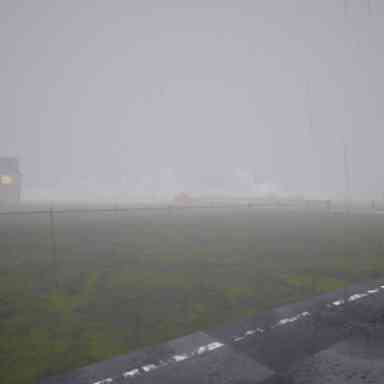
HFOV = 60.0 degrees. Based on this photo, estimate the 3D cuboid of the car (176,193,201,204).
[{"bbox_3d":[-0.788,1.157,62.547,2.150,2.045,5.566,1,-1,-40],"label":"car"}]
